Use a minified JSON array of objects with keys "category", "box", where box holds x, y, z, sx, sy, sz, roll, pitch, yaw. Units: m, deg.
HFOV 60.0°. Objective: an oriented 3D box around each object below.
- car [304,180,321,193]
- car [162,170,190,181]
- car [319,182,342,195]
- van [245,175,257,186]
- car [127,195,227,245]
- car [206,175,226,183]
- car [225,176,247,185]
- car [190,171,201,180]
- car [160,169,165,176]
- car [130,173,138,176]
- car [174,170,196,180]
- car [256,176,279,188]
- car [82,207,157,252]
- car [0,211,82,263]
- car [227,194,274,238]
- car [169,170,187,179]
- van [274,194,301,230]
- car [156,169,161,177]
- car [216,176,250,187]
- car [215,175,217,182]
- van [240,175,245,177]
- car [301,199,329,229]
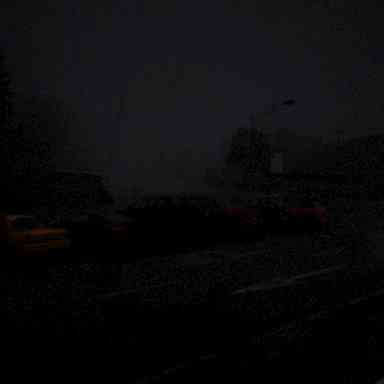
[{"category":"car","box":[19.080,-0.912,51.499,2.435,2.045,5.566,6,4,35]},{"category":"car","box":[-3.307,-3.191,67.637,2.128,1.511,4.902,1,4,-36]},{"category":"car","box":[20.776,-0.349,49.031,2.002,1.452,4.674,6,4,35]},{"category":"van","box":[12.097,-1.978,61.238,1.878,1.987,4.442,7,4,35]},{"category":"car","box":[-1.553,1.172,15.414,5.566,2.045,2.435,-1,0,35]},{"category":"car","box":[5.210,-2.807,71.216,2.002,1.452,4.674,6,4,35]},{"category":"car","box":[8.790,-2.303,66.438,1.946,1.575,5.366,6,4,35]},{"category":"car","box":[0.095,-3.669,78.719,1.946,1.575,5.366,6,4,34]},{"category":"car","box":[-5.290,-4.576,85.908,2.185,1.767,4.553,4,1,33]},{"category":"car","box":[-16.429,-4.581,93.264,1.895,1.301,4.718,1,-3,-21]},{"category":"car","box":[-1.761,-4.189,80.975,2.435,2.045,5.566,7,4,34]},{"category":"car","box":[13.862,-1.479,58.880,2.231,1.521,4.892,6,4,35]},{"category":"car","box":[-3.978,1.490,13.657,4.674,1.452,2.002,-1,0,35]},{"category":"car","box":[-6.584,1.476,12.029,5.366,1.575,1.946,-1,0,35]},{"category":"car","box":[0.959,1.145,17.119,5.566,2.045,2.435,-1,-1,35]},{"category":"car","box":[-3.557,-4.341,83.440,2.185,1.767,4.553,6,3,34]},{"category":"van","box":[3.498,1.143,18.790,4.442,1.987,1.878,-1,-1,35]},{"category":"car","box":[-7.064,-4.853,88.253,2.435,2.045,5.566,1,-1,34]},{"category":"car","box":[6.567,-1.545,53.728,1.895,1.301,4.718,1,4,-36]},{"category":"car","box":[6.956,-2.533,68.756,2.002,1.452,4.674,7,4,35]},{"category":"van","box":[10.365,-2.251,63.707,1.878,1.987,4.442,7,4,35]},{"category":"car","box":[5.907,1.219,20.542,4.553,1.767,2.185,-1,0,35]}]
